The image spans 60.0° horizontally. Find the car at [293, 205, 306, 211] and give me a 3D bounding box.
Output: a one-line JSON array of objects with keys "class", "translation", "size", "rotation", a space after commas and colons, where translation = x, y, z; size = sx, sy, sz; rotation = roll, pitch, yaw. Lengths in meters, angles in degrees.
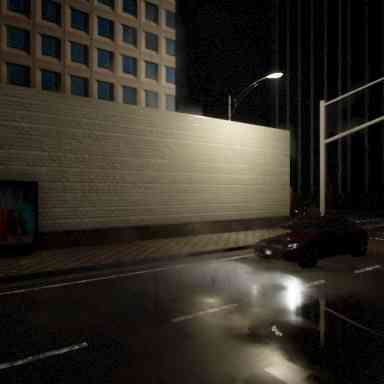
[{"class": "car", "translation": [8.123, 1.581, 29.977], "size": [1.812, 1.442, 4.674], "rotation": [0, 0, -36]}]

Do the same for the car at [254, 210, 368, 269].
[{"class": "car", "translation": [4.177, 1.526, 11.293], "size": [4.674, 1.442, 1.812], "rotation": [0, 0, -36]}]

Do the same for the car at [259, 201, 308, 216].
[{"class": "car", "translation": [9.324, 1.656, 34.302], "size": [1.895, 1.301, 4.718], "rotation": [0, 0, -36]}]
